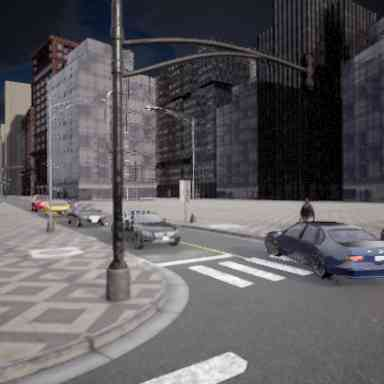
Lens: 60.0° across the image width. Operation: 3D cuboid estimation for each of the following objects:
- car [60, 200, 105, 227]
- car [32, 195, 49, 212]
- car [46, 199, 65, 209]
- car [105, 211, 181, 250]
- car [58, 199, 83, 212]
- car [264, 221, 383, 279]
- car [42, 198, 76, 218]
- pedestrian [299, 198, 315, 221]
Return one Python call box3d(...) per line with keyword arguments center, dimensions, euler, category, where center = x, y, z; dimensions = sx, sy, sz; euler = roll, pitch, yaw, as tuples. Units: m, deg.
box3d(center=(-7.611, 1.600, 23.744), dimensions=(2.128, 1.511, 4.902), euler=(0, 0, -32), category="car")
box3d(center=(-18.517, 1.391, 41.355), dimensions=(2.150, 2.045, 5.566), euler=(0, 0, -32), category="car")
box3d(center=(-21.126, 1.779, 51.309), dimensions=(1.895, 1.301, 4.718), euler=(0, 0, -32), category="car")
box3d(center=(-2.262, 1.603, 15.189), dimensions=(1.812, 1.442, 4.674), euler=(0, 0, -32), category="car")
box3d(center=(-15.620, 1.646, 42.551), dimensions=(2.128, 1.511, 4.902), euler=(0, 0, -31), category="car")
box3d(center=(4.042, 1.603, 10.351), dimensions=(2.033, 1.411, 5.357), euler=(0, 0, -10), category="car")
box3d(center=(-13.060, 1.618, 32.509), dimensions=(1.882, 1.535, 5.008), euler=(0, 0, -32), category="car")
box3d(center=(5.185, 1.179, 14.988), dimensions=(0.375, 1.860, 0.375), euler=(0, 0, -32), category="pedestrian")
